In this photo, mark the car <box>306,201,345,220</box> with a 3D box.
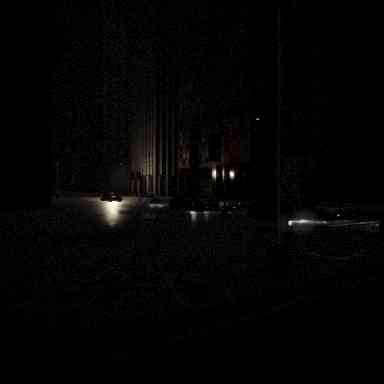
[{"bbox_3d":[9.535,1.390,26.365,1.895,1.301,4.718,0,1,-36],"label":"car"}]

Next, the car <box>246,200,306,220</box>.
[{"bbox_3d":[6.130,1.325,25.528,1.994,1.385,4.181,0,1,-36],"label":"car"}]

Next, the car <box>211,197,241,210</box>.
[{"bbox_3d":[3.053,1.246,35.541,1.895,1.301,4.718,0,1,-35],"label":"car"}]

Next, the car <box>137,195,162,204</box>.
[{"bbox_3d":[-6.224,1.043,48.756,1.895,1.301,4.718,0,1,-35],"label":"car"}]

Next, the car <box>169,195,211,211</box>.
[{"bbox_3d":[-0.558,1.091,35.024,1.882,1.535,5.008,0,1,-35],"label":"car"}]

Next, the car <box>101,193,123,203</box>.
[{"bbox_3d":[-12.677,0.896,52.366,2.033,1.411,5.357,0,1,-35],"label":"car"}]
